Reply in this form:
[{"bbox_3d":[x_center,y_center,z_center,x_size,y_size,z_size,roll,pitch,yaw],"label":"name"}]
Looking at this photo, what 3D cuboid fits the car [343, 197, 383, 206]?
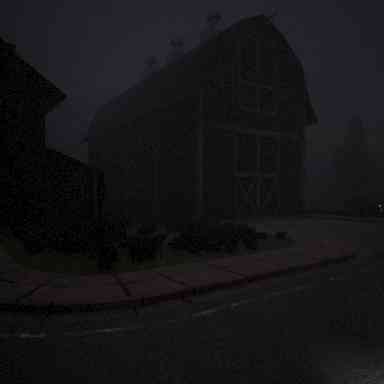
[{"bbox_3d":[18.317,1.363,35.154,2.097,1.767,4.553,0,0,-34],"label":"car"}]
